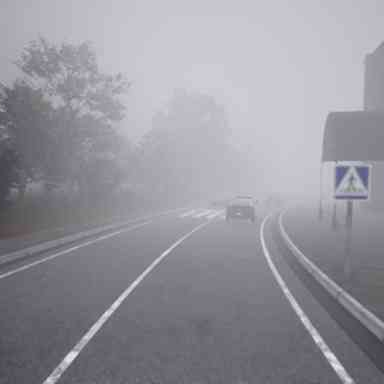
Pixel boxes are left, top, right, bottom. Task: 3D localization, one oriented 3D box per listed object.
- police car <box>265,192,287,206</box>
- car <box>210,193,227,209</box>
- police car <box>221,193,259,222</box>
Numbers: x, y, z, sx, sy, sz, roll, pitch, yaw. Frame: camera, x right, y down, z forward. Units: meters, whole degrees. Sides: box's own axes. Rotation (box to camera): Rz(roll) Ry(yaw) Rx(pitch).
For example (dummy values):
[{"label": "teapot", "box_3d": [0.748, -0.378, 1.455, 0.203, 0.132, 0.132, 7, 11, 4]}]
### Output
[{"label": "police car", "box_3d": [10.459, 0.832, 41.077, 2.038, 1.542, 4.974, 3, 2, 26]}, {"label": "car", "box_3d": [3.396, 0.873, 34.376, 1.882, 1.535, 5.008, 2, 2, 22]}, {"label": "police car", "box_3d": [3.694, 1.137, 23.802, 1.930, 1.638, 5.238, 1, 1, 15]}]
